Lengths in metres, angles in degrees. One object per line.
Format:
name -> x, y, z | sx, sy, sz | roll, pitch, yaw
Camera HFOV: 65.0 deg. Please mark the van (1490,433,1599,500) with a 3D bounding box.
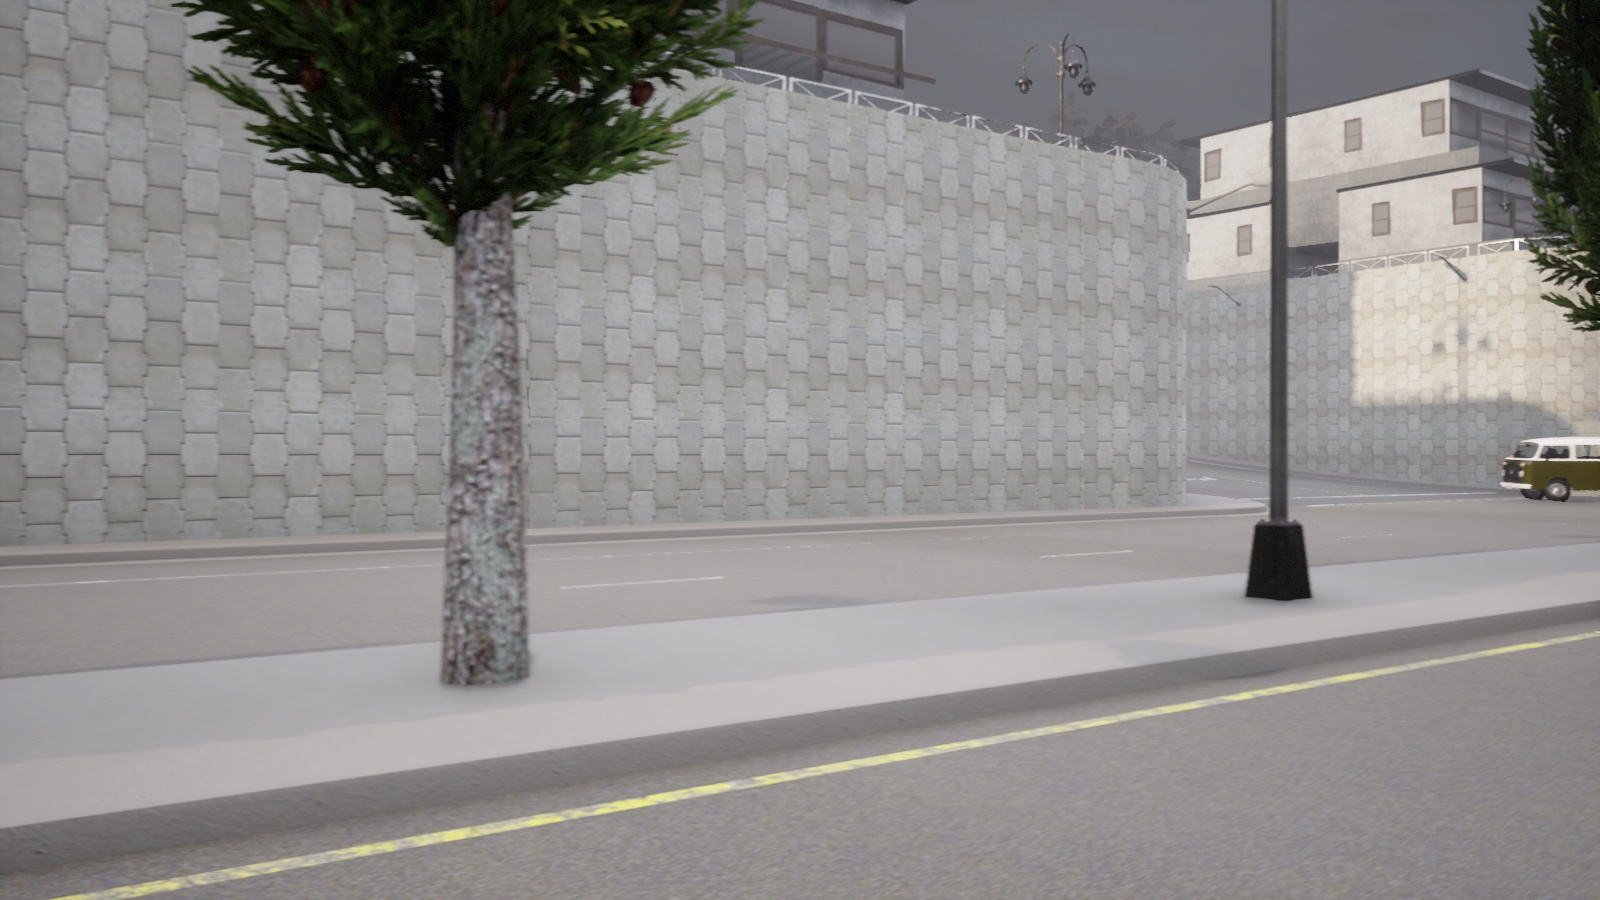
van -> 24.459, 0.490, 39.362 | 4.480, 2.038, 2.069 | 0, 1, 6
